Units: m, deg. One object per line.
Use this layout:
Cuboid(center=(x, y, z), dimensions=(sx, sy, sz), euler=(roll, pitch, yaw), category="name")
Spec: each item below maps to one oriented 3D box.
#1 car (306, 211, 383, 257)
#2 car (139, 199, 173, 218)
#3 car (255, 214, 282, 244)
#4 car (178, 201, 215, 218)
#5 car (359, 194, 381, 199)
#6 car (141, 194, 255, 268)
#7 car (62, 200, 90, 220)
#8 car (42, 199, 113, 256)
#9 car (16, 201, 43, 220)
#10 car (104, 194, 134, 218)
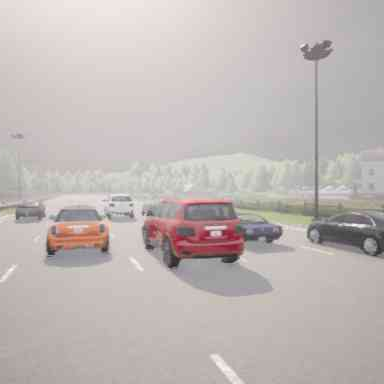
Cuboid(center=(6.609, 1.505, 13.198), dimensions=(1.837, 1.490, 4.892), euler=(0, 0, -19), category="car")
Cuboid(center=(-3.525, 1.487, 31.338), dimensions=(2.128, 1.511, 4.902), euler=(0, 0, -19), category="car")
Cuboid(center=(2.086, 1.599, 15.511), dimensions=(1.895, 1.301, 4.718), euler=(0, 0, -19), category="car")
Cuboid(center=(0.302, 1.597, 31.014), dimensions=(1.895, 1.301, 4.718), euler=(0, 0, -19), category="car")
Cuboid(center=(41.264, 1.205, 77.184), dimensions=(1.932, 1.855, 4.605), euler=(0, 0, -20), category="car")
Cuboid(center=(-0.237, 1.220, 11.567), dimensions=(2.150, 2.045, 5.566), euler=(0, 0, -19), category="car")
Cuboid(center=(-10.129, 1.486, 29.016), dimensions=(2.128, 1.511, 4.902), euler=(0, 0, -19), category="car")
Cuboid(center=(-4.610, 1.349, 13.446), dimensions=(2.097, 1.767, 4.553), euler=(0, 0, -19), category="car")
Cuboid(center=(-13.425, 1.486, 27.839), dimensions=(2.128, 1.511, 4.902), euler=(0, 0, -19), category="car")
Cuboid(center=(-6.538, 1.217, 29.363), dimensions=(2.150, 2.045, 5.566), euler=(0, 0, -19), category="car")
